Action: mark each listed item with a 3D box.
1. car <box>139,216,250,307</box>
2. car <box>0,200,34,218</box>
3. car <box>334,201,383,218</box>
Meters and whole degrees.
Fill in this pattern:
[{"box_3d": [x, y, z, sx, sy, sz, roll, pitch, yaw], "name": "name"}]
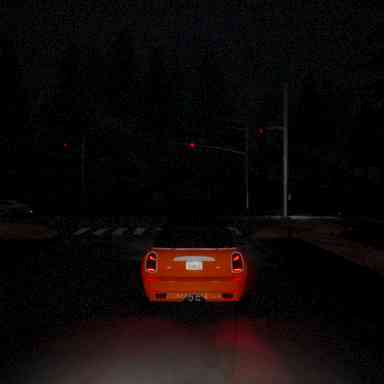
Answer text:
[{"box_3d": [0.049, 1.352, 8.149, 2.097, 1.767, 4.553, 0, 0, 0], "name": "car"}, {"box_3d": [-15.487, 1.363, 27.289, 4.674, 1.442, 1.812, 0, 0, 0], "name": "car"}, {"box_3d": [14.336, 1.439, 27.394, 4.718, 1.301, 1.895, 0, 0, 0], "name": "car"}]
